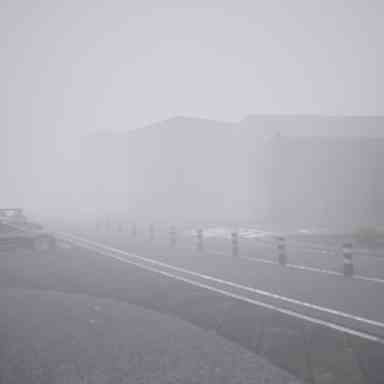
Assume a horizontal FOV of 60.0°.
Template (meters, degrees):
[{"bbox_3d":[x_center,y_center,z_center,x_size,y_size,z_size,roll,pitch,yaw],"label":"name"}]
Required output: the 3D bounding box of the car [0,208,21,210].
[{"bbox_3d":[-14.722,2.263,23.732,5.566,2.045,2.435,-1,-2,-34],"label":"car"}]

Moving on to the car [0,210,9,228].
[{"bbox_3d":[-20.871,2.782,33.017,4.553,1.767,2.185,-1,-1,-34],"label":"car"}]

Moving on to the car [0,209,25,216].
[{"bbox_3d":[-11.621,2.130,19.102,4.553,1.767,2.185,-1,-2,-34],"label":"car"}]

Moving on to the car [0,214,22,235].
[{"bbox_3d":[-16.235,2.630,26.060,4.892,1.521,2.231,-1,-2,-34],"label":"car"}]

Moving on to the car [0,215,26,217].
[{"bbox_3d":[-10.064,2.144,16.787,4.792,1.488,2.163,-1,-2,-34],"label":"car"}]

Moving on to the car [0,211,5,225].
[{"bbox_3d":[-24.020,3.079,37.610,4.792,1.488,2.163,-1,-1,-34],"label":"car"}]

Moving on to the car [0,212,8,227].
[{"bbox_3d":[-22.420,3.012,35.328,4.792,1.488,2.163,-1,-1,-34],"label":"car"}]

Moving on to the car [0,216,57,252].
[{"bbox_3d":[-8.468,2.002,14.510,4.792,1.488,2.163,-1,-2,-34],"label":"car"}]
